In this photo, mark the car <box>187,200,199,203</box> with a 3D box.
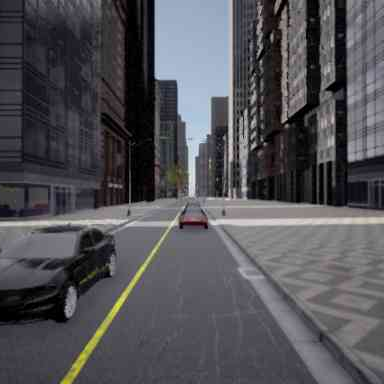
[{"bbox_3d":[0.108,1.812,43.729,2.128,1.511,4.902,0,0,0],"label":"car"}]

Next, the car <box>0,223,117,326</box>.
[{"bbox_3d":[-3.085,1.536,7.559,1.882,1.535,5.008,0,0,0],"label":"car"}]

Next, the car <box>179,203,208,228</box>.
[{"bbox_3d":[0.103,1.742,23.677,1.994,1.385,4.181,0,0,0],"label":"car"}]
